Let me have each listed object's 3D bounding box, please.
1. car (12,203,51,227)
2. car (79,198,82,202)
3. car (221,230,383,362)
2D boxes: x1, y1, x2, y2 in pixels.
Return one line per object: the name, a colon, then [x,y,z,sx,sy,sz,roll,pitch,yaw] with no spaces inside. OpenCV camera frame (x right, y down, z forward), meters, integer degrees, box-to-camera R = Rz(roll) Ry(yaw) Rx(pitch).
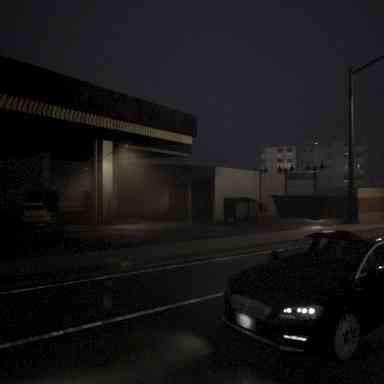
car: [-10.675,1.456,22.009,1.970,1.475,3.806,0,0,-35]
car: [-19.844,1.505,66.024,4.892,1.490,1.837,0,0,-32]
car: [2.707,1.491,5.972,4.902,1.511,2.128,0,0,-36]
